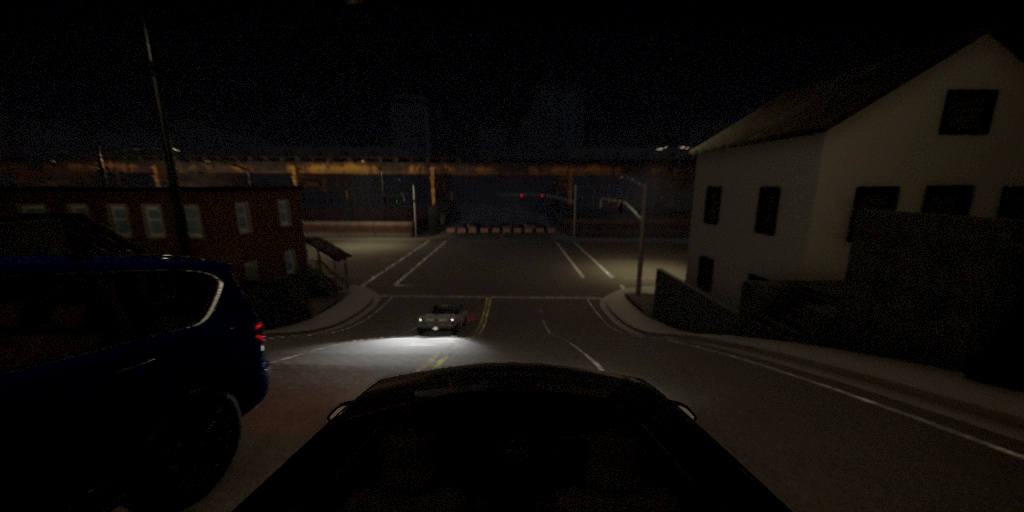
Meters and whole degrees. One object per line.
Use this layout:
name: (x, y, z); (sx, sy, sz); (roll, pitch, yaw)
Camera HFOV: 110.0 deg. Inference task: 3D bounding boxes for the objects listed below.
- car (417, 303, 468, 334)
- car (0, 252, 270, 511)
car: (-3.412, 3.106, 18.305); (1.895, 1.301, 4.718); (0, -4, 0)
car: (-3.643, 0.989, 1.470); (2.150, 2.045, 5.566); (0, 0, 0)
